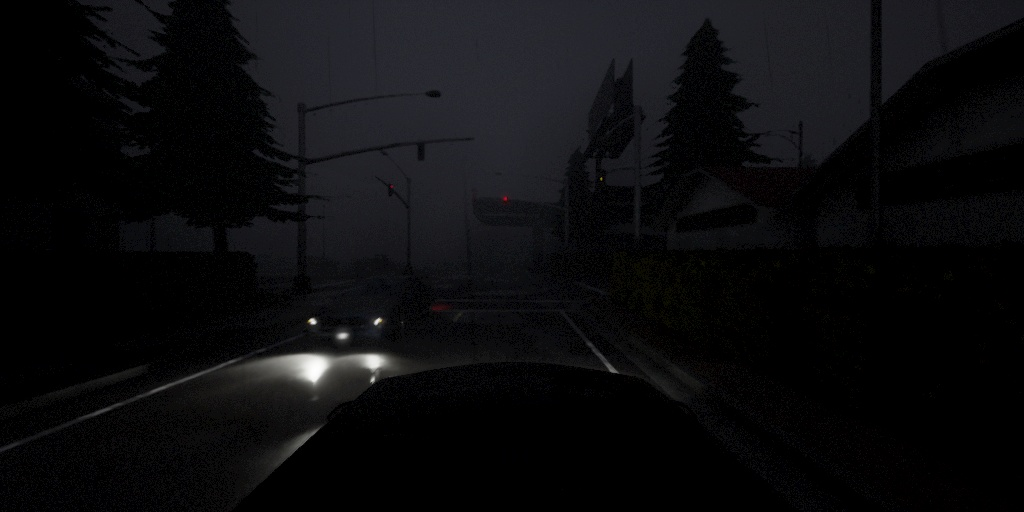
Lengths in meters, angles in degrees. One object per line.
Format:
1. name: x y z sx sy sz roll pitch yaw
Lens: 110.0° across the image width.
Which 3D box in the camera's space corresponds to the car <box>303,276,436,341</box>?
1. car: -3.516 1.273 10.101 2.033 1.411 5.357 0 0 0
